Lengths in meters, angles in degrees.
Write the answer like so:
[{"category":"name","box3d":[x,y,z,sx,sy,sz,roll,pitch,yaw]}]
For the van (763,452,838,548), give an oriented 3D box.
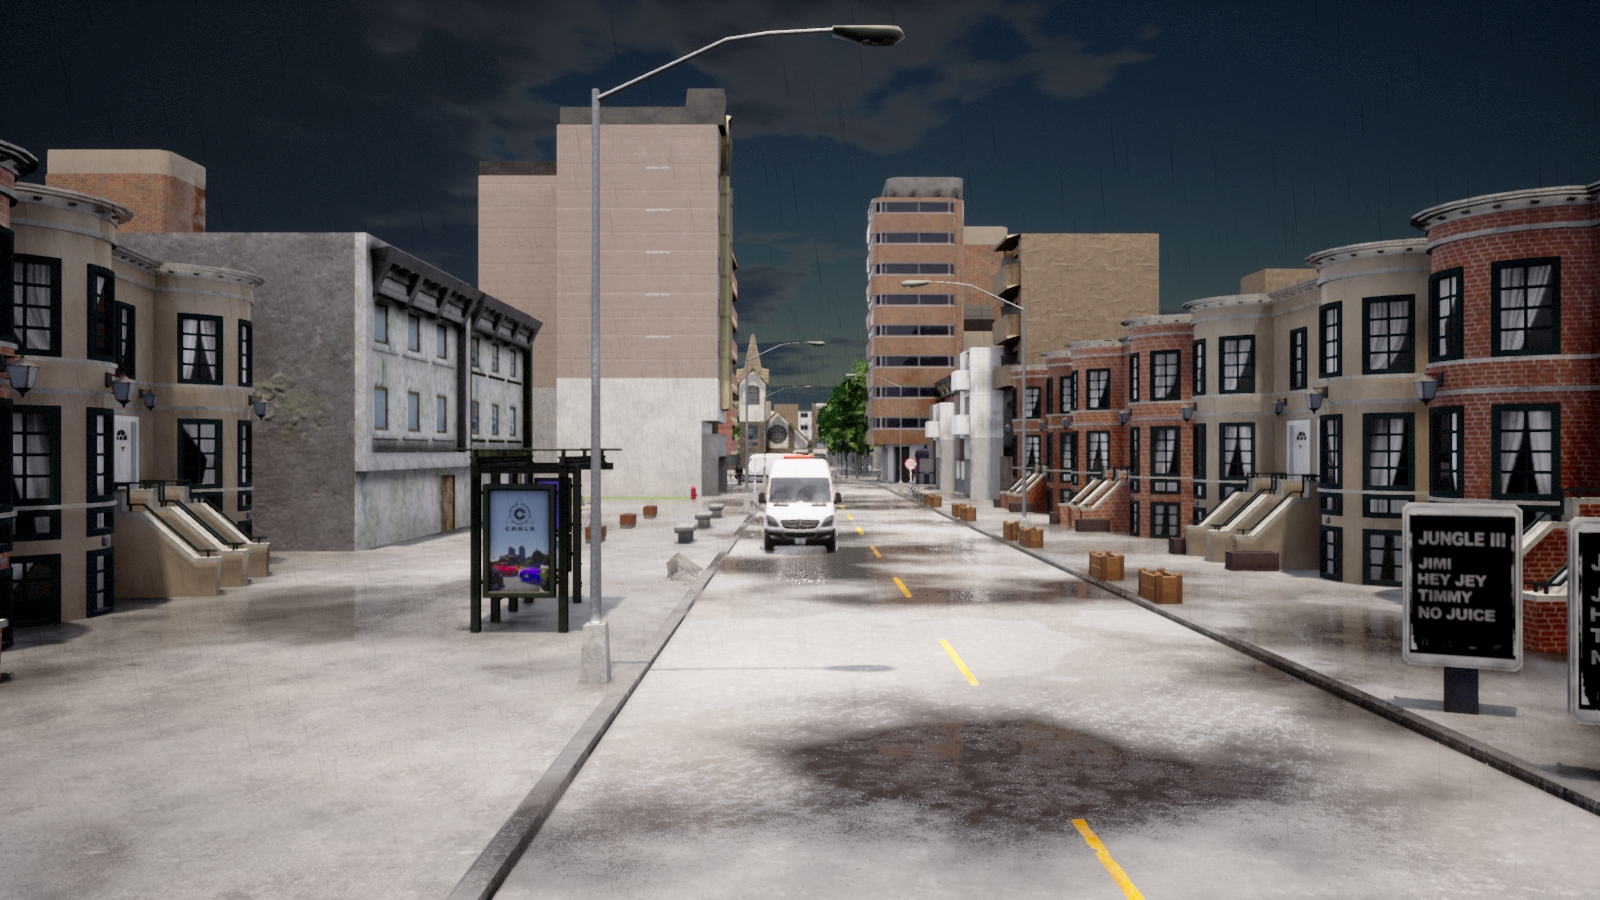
[{"category":"van","box3d":[0.009,1.328,33.206,1.988,2.561,5.915,0,0,0]}]
